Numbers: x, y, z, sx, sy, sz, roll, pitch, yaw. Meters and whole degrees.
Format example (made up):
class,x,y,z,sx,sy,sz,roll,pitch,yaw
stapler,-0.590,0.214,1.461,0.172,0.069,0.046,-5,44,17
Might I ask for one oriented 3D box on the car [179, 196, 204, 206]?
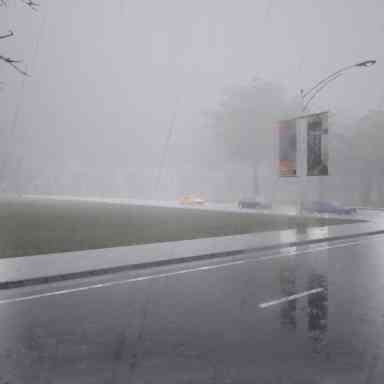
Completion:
class,x,y,z,sx,sy,sz,roll,pitch,yaw
car,-0.047,1.407,52.660,1.882,1.535,5.008,0,1,-36

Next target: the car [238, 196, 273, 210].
class,x,y,z,sx,sy,sz,roll,pitch,yaw
car,7.930,1.321,41.725,2.097,1.767,4.553,0,0,-36

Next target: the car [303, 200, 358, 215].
class,x,y,z,sx,sy,sz,roll,pitch,yaw
car,13.771,1.551,33.732,2.033,1.411,5.357,0,0,-36
